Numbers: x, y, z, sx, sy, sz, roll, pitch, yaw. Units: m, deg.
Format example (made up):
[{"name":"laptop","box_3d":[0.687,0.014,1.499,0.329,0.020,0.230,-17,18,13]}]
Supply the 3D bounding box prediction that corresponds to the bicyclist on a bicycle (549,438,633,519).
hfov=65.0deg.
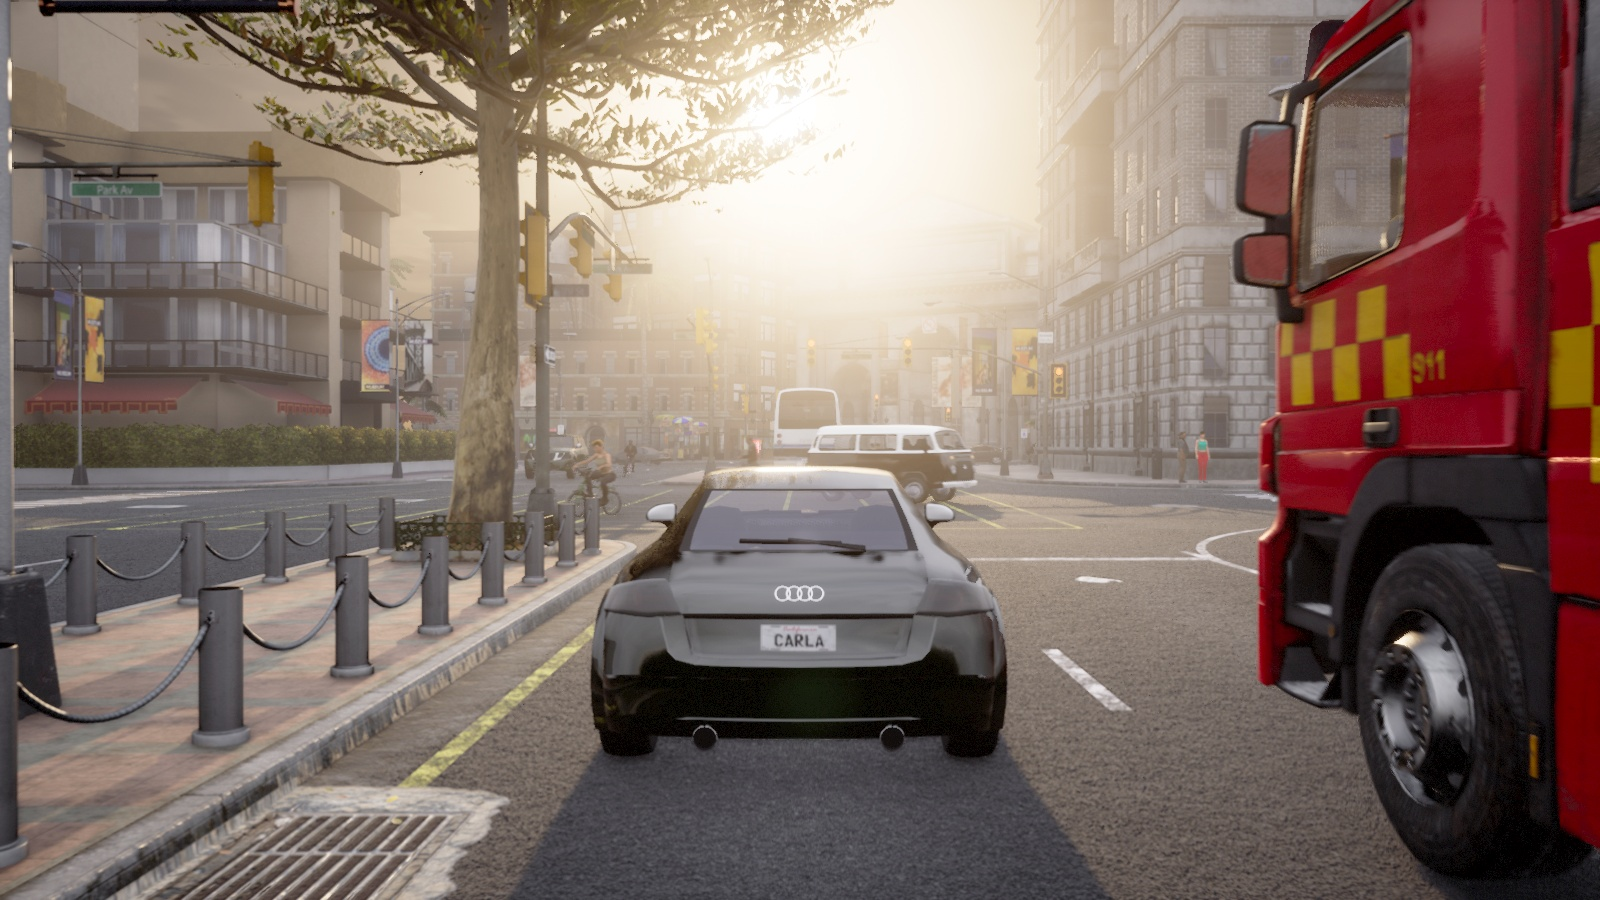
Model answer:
[{"name":"bicyclist on a bicycle","box_3d":[-4.350,0.578,26.148,0.866,1.612,1.509,2,1,39]}]

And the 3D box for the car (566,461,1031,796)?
[{"name":"car","box_3d":[0.000,0.782,7.472,1.994,1.385,4.181,0,0,0]}]

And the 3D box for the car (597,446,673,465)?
[{"name":"car","box_3d":[-12.548,0.412,95.516,5.357,1.411,2.033,0,0,18]}]

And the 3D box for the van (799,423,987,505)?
[{"name":"van","box_3d":[2.417,0.347,32.968,4.480,2.038,2.069,0,0,33]}]

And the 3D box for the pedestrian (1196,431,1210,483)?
[{"name":"pedestrian","box_3d":[14.163,0.243,44.116,0.345,1.836,0.594,0,0,5]}]

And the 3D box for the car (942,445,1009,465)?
[{"name":"car","box_3d":[13.365,0.389,95.800,4.892,1.490,1.837,0,0,1]}]

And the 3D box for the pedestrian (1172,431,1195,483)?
[{"name":"pedestrian","box_3d":[13.524,0.242,44.326,0.694,1.848,0.540,0,0,26]}]

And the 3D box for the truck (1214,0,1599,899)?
[{"name":"truck","box_3d":[3.529,-0.423,2.133,2.891,3.827,8.468,0,0,0]}]

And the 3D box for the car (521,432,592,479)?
[{"name":"car","box_3d":[-11.153,0.231,57.986,2.150,2.045,5.566,0,0,0]}]

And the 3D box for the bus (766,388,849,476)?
[{"name":"bus","box_3d":[0.390,-0.884,65.242,3.944,4.253,10.273,0,0,0]}]
